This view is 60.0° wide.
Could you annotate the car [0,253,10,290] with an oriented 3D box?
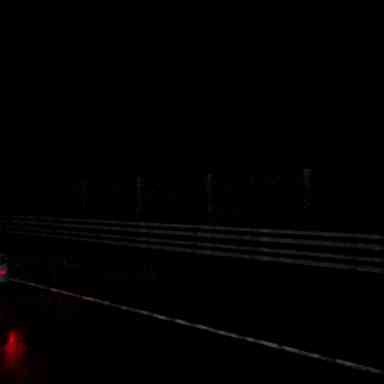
[{"bbox_3d":[-6.250,1.667,8.033,4.674,1.442,1.812,-1,-1,34],"label":"car"}]
